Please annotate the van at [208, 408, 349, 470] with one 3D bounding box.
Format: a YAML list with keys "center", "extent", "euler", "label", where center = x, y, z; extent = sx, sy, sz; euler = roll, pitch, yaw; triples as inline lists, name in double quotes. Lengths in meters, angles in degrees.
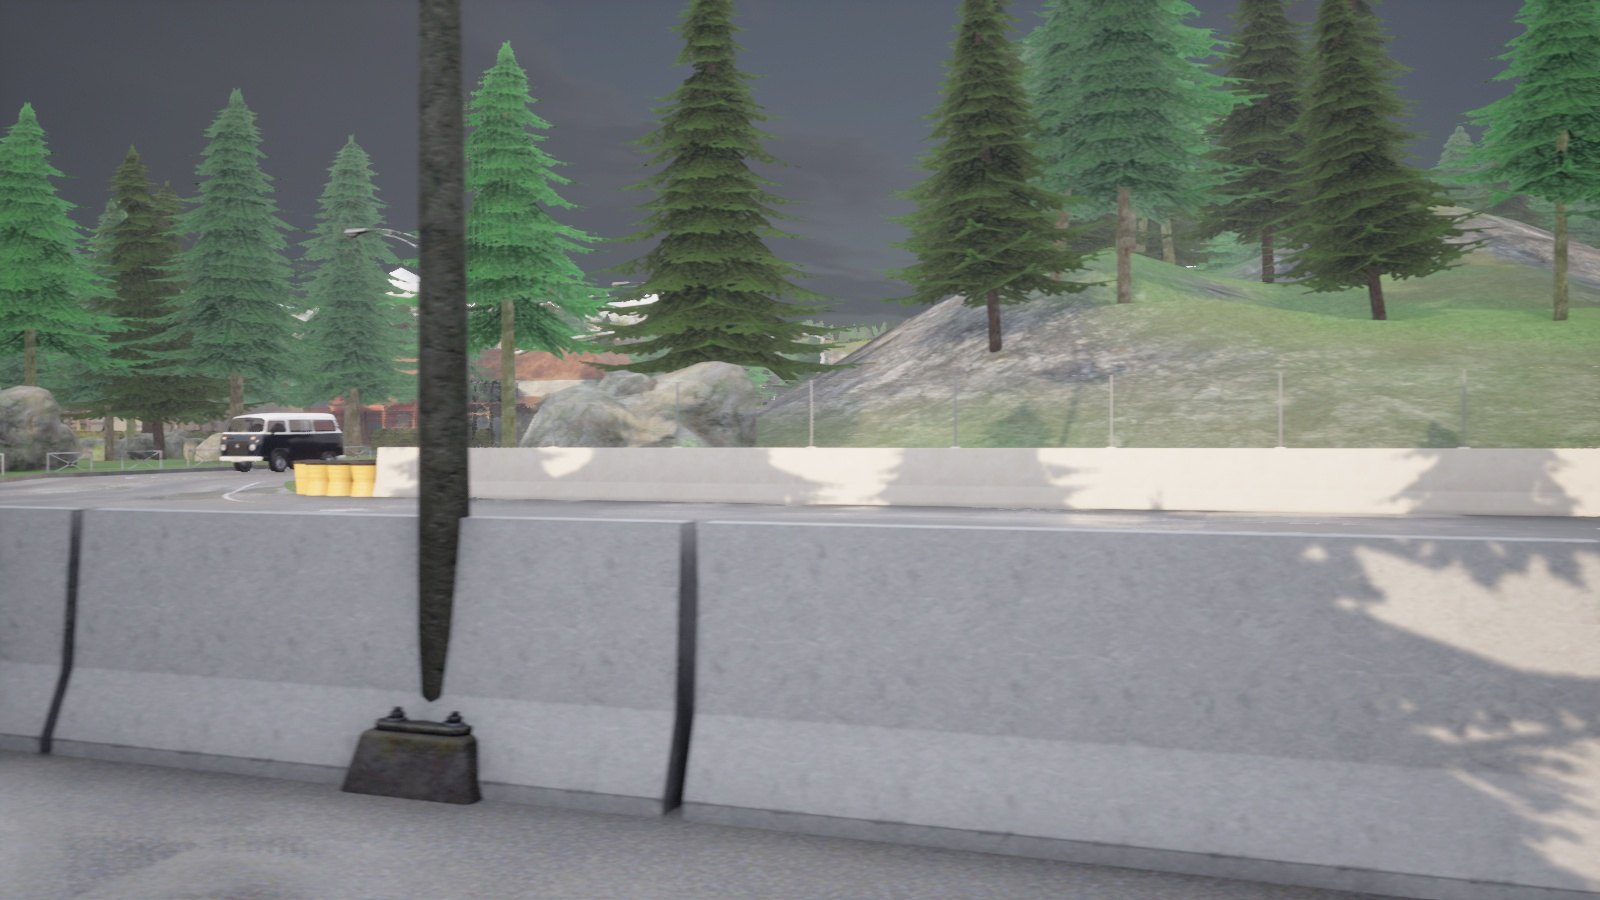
- center: [-17.993, -0.413, 43.588]
  extent: [2.069, 2.038, 4.480]
  euler: [1, 1, 19]
  label: "van"
